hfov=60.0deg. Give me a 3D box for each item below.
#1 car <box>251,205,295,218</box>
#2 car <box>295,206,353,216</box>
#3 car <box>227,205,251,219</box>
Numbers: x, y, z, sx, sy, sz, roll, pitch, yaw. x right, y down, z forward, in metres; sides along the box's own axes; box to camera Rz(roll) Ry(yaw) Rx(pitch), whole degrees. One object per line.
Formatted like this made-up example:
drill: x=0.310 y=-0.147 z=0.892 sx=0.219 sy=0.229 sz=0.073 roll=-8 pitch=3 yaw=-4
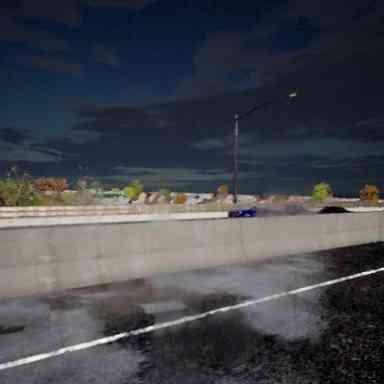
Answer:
car: x=7.572 y=1.752 z=26.416 sx=5.357 sy=1.411 sz=2.033 roll=1 pitch=0 yaw=-35
car: x=9.776 y=1.734 z=23.680 sx=4.674 sy=1.442 sz=1.812 roll=1 pitch=0 yaw=-35
car: x=5.339 y=1.802 z=29.124 sx=4.718 sy=1.301 sz=1.895 roll=1 pitch=0 yaw=-35
